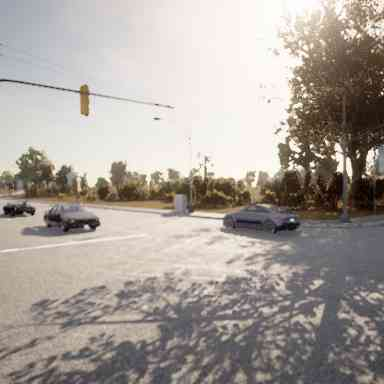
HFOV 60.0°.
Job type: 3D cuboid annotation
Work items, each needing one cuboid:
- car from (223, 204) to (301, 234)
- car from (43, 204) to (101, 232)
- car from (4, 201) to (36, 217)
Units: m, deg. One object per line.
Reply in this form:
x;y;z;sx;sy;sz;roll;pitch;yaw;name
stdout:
3.582;1.328;17.592;1.994;1.385;4.181;-1;1;-39;car
-7.284;1.449;19.792;2.033;1.411;5.357;-1;1;-39;car
-15.760;1.515;30.366;1.895;1.301;4.718;-1;1;-39;car
